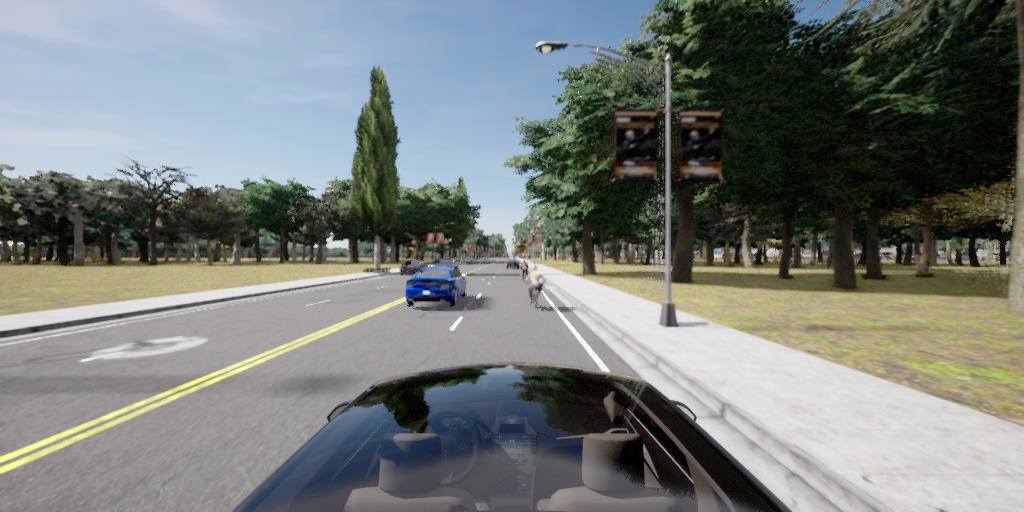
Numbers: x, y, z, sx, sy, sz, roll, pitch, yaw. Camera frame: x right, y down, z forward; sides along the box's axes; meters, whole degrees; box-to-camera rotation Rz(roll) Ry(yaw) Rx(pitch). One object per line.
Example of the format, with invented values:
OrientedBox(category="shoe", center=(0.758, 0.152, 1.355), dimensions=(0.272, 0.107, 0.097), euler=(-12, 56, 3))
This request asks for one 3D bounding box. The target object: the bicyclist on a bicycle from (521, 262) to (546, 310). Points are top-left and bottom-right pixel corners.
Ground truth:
OrientedBox(category="bicyclist on a bicycle", center=(0.881, 1.156, 13.459), dimensions=(0.866, 1.612, 1.509), euler=(0, 0, 0))

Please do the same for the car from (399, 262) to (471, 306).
OrientedBox(category="car", center=(-3.141, 1.192, 15.631), dimensions=(1.882, 1.535, 5.008), euler=(0, 0, 0))

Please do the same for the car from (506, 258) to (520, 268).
OrientedBox(category="car", center=(0.125, 1.137, 55.154), dimensions=(1.812, 1.442, 4.674), euler=(0, 0, 0))

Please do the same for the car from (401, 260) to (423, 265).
OrientedBox(category="car", center=(-9.825, 1.171, 35.915), dimensions=(1.837, 1.490, 4.892), euler=(0, 0, 0))

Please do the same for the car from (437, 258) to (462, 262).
OrientedBox(category="car", center=(-6.576, 1.016, 35.496), dimensions=(2.097, 1.767, 4.553), euler=(0, 0, 0))
